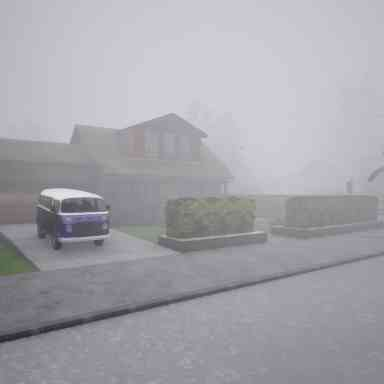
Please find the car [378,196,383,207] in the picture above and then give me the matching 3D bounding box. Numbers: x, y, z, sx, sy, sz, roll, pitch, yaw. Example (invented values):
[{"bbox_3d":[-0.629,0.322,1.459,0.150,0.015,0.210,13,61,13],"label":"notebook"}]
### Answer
[{"bbox_3d":[24.583,0.986,41.404,3.866,1.878,1.905,0,0,-1],"label":"car"}]
